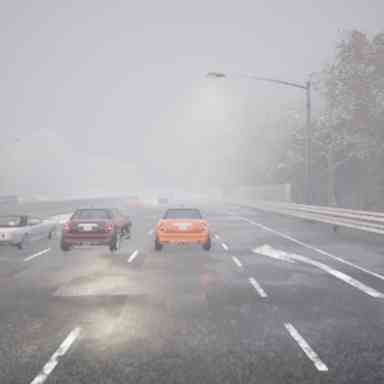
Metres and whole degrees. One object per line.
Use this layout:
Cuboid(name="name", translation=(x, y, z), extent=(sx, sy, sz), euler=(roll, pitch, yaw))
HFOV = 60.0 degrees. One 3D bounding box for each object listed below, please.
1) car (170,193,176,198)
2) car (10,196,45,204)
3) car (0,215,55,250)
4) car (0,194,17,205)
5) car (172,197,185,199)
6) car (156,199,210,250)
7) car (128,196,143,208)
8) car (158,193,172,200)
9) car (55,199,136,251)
Cuboid(name="car", translation=(-6.366, 1.303, 93.610), extent=(2.150, 2.045, 5.566), euler=(0, 0, -2))
Cuboid(name="car", translation=(-18.734, 1.509, 39.017), extent=(2.128, 1.511, 4.902), euler=(0, 0, -1))
Cuboid(name="car", translation=(-7.395, 1.607, 14.194), extent=(1.895, 1.301, 4.718), euler=(0, 0, -2))
Cuboid(name="car", translation=(-22.217, 1.234, 38.548), extent=(2.150, 2.045, 5.566), euler=(0, 0, -1))
Cuboid(name="car", translation=(-1.016, 1.555, 34.197), extent=(1.812, 1.442, 4.674), euler=(0, 0, -2))
Cuboid(name="car", translation=(-0.408, 1.364, 14.618), extent=(2.097, 1.767, 4.553), euler=(0, 0, -2))
Cuboid(name="car", translation=(-8.501, 1.388, 49.638), extent=(2.097, 1.767, 4.553), euler=(0, 0, -2))
Cuboid(name="car", translation=(-5.444, 1.529, 63.944), extent=(1.882, 1.535, 5.008), euler=(0, 0, -2))
Cuboid(name="car", translation=(-3.902, 1.361, 14.351), extent=(2.097, 1.767, 4.553), euler=(0, 0, -2))
